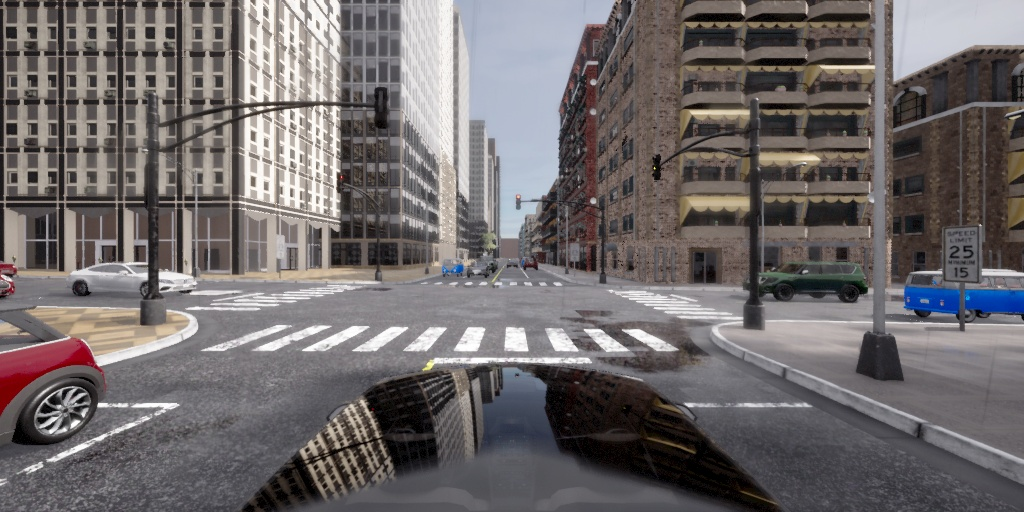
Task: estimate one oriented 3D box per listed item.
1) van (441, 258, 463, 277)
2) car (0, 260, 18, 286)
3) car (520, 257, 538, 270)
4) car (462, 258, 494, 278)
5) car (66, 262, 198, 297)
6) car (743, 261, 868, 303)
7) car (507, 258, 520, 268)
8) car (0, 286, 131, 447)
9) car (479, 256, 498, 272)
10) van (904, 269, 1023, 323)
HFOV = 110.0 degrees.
[{"bbox_3d":[-5.715,1.097,34.823,1.690,1.789,3.998,0,0,0],"label":"van"},{"bbox_3d":[-21.156,0.818,13.104,4.097,1.591,1.967,0,0,0],"label":"car"},{"bbox_3d":[2.652,1.079,51.483,2.192,1.841,5.009,0,0,0],"label":"car"},{"bbox_3d":[-3.126,1.247,33.957,2.128,1.511,4.902,0,0,0],"label":"car"},{"bbox_3d":[-16.551,0.989,15.686,4.674,1.442,1.812,1,0,1],"label":"car"},{"bbox_3d":[15.446,1.297,19.004,5.566,2.045,2.150,1,0,0],"label":"car"},{"bbox_3d":[0.054,1.372,61.747,1.895,1.301,4.718,0,0,0],"label":"car"},{"bbox_3d":[-5.691,1.190,2.349,1.967,1.591,4.097,0,0,0],"label":"car"},{"bbox_3d":[-3.131,0.982,43.850,2.150,2.045,5.566,0,0,0],"label":"car"},{"bbox_3d":[16.904,1.453,13.083,3.998,1.789,1.690,0,0,0],"label":"van"}]
